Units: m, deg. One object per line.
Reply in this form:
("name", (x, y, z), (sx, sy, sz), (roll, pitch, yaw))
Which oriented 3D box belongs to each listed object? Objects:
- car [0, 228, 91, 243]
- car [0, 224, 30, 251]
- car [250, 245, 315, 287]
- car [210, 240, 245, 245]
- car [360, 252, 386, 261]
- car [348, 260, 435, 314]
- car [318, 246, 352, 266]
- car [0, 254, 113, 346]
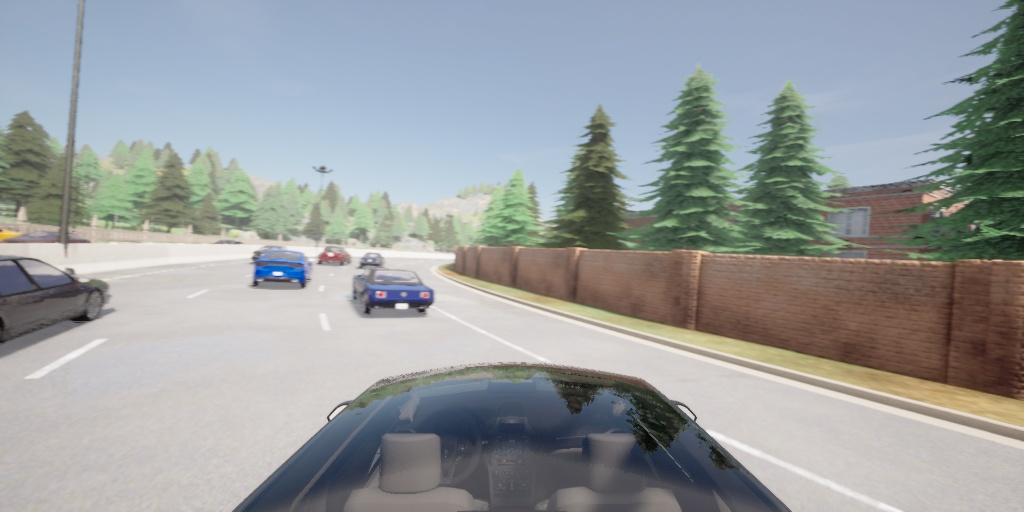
("car", (-27.404, -0.781, 21.278), (1.994, 1.385, 4.181), (4, 0, -18))
("car", (-30.648, -1.119, 19.985), (1.882, 1.535, 5.008), (4, 0, -18))
("car", (-10.143, 0.457, 16.151), (1.882, 1.535, 5.008), (4, 0, -26))
("car", (-27.501, -0.813, 34.693), (1.837, 1.490, 4.892), (4, 0, -12))
("car", (-12.322, 0.372, 31.867), (2.033, 1.411, 5.357), (4, 0, -15))
("car", (-4.151, 1.038, 11.992), (1.895, 1.301, 4.718), (4, 0, -30))
("car", (-16.058, -0.111, 32.812), (2.097, 1.767, 4.553), (4, 0, -15))
("car", (-8.430, 0.649, 5.470), (2.033, 1.411, 5.357), (4, 0, -31))
